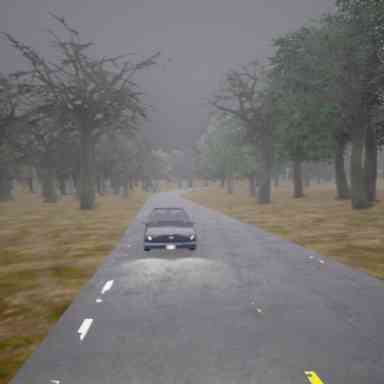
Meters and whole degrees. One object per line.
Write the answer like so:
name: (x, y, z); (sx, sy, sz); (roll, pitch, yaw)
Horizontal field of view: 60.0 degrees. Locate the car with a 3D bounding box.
car: (-0.933, 1.317, 13.186); (2.033, 1.411, 5.357); (0, 1, -6)
